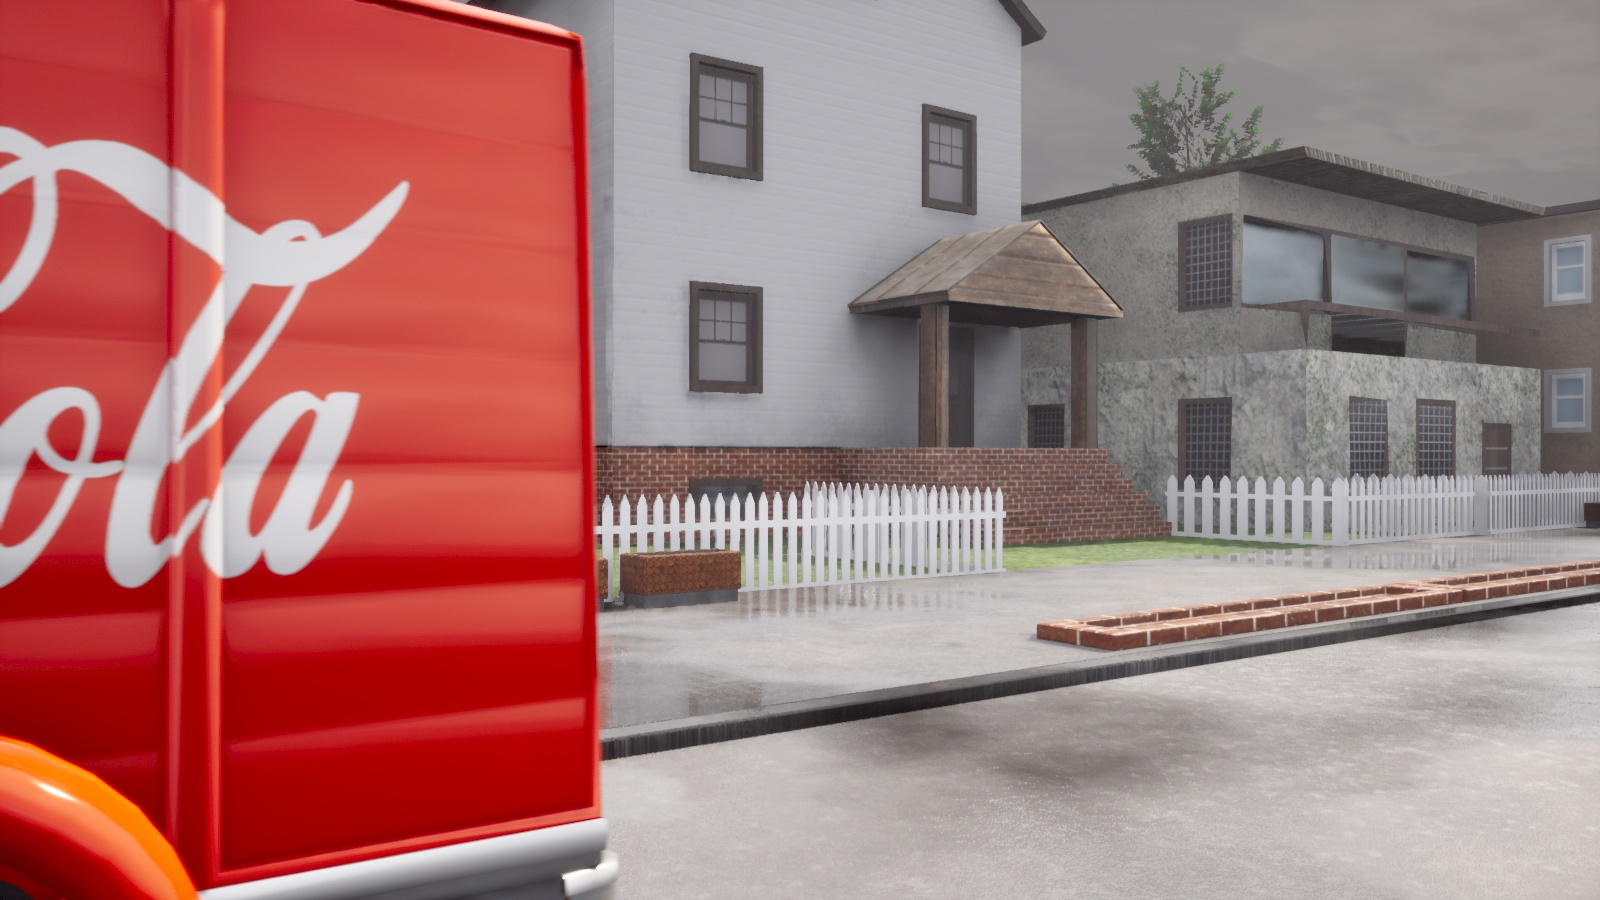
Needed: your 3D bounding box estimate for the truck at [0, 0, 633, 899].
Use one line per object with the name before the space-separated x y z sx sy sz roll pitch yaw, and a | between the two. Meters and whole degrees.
truck | -3.202 0.270 1.966 5.204 2.467 2.627 0 0 -36
